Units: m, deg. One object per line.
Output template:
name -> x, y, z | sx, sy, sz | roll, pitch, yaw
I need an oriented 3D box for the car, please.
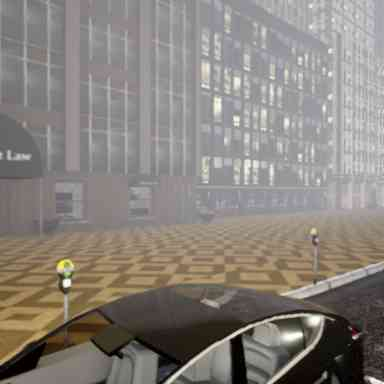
car -> -0.301, 1.560, 2.499 | 4.313, 1.339, 1.947 | 0, 0, -40
